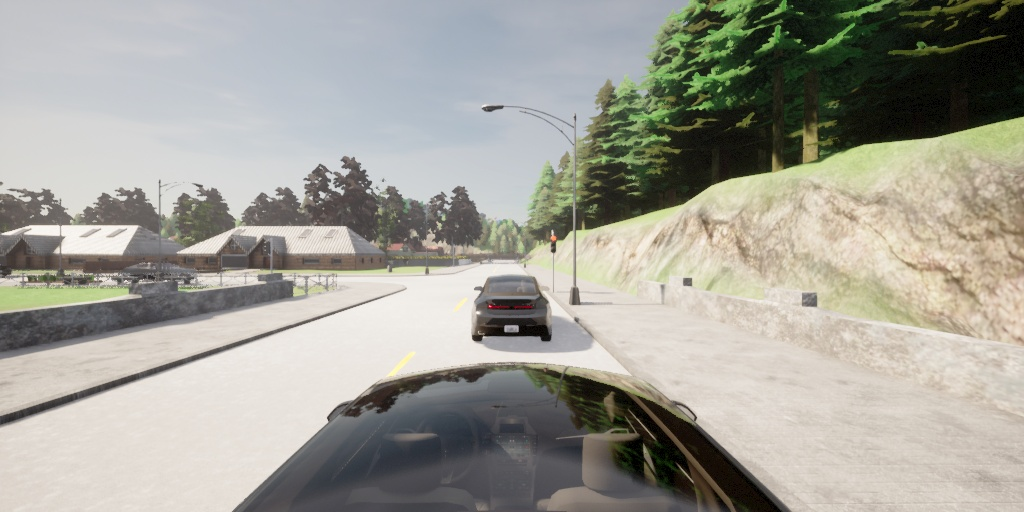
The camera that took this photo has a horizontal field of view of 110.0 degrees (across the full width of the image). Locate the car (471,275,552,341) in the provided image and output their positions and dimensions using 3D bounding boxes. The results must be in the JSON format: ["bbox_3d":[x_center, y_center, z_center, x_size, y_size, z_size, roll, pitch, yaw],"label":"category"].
[{"bbox_3d":[-0.010,1.255,9.813,1.837,1.490,4.892,0,0,0],"label":"car"}]

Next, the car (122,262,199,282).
[{"bbox_3d":[-27.474,1.241,28.102,4.902,1.511,2.128,0,0,0],"label":"car"}]

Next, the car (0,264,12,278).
[{"bbox_3d":[-48.134,1.227,32.066,5.008,1.535,1.882,0,0,0],"label":"car"}]
